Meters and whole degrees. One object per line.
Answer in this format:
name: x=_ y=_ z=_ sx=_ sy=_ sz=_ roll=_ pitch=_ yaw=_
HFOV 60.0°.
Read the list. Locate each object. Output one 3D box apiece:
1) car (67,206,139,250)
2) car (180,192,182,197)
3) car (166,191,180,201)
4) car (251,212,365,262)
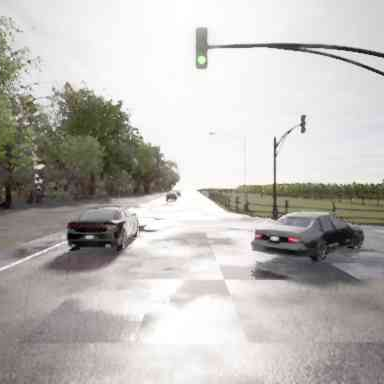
car: x=-3.404 y=1.307 z=13.509 sx=1.882 sy=1.535 sz=5.008 roll=0 pitch=1 yaw=0
car: x=-3.522 y=0.471 z=79.291 sx=1.882 sy=1.535 sz=5.008 roll=0 pitch=1 yaw=0
car: x=-3.417 y=0.783 z=56.879 sx=1.837 sy=1.490 sz=4.892 roll=0 pitch=0 yaw=0
car: x=4.216 y=1.405 z=11.585 sx=2.033 sy=1.411 sz=5.357 roll=0 pitch=0 yaw=45
